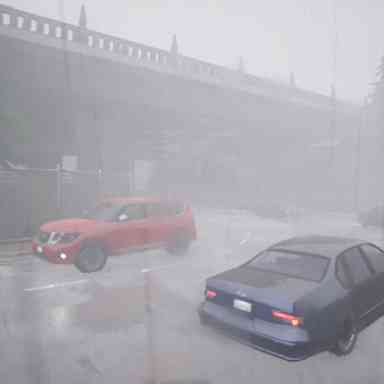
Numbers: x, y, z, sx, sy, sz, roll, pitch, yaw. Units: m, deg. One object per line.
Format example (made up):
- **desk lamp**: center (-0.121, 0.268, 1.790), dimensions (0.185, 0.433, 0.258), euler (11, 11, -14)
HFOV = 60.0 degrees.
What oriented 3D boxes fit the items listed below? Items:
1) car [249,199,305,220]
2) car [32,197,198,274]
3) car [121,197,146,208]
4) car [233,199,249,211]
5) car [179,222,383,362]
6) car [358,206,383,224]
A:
- **car**: center (7.119, 1.506, 27.669), dimensions (2.033, 1.411, 5.357), euler (0, 0, -18)
- **car**: center (-2.217, 1.213, 11.088), dimensions (2.150, 2.045, 5.566), euler (1, 1, 45)
- **car**: center (-8.662, 1.486, 48.801), dimensions (1.812, 1.442, 4.674), euler (0, 0, -35)
- **car**: center (6.744, 1.496, 37.937), dimensions (2.033, 1.411, 5.357), euler (0, 0, -26)
- **car**: center (2.503, 1.537, 6.087), dimensions (5.357, 1.411, 2.033), euler (0, 0, -43)
- **car**: center (11.802, 1.524, 19.939), dimensions (1.994, 1.385, 4.181), euler (0, 0, 0)
